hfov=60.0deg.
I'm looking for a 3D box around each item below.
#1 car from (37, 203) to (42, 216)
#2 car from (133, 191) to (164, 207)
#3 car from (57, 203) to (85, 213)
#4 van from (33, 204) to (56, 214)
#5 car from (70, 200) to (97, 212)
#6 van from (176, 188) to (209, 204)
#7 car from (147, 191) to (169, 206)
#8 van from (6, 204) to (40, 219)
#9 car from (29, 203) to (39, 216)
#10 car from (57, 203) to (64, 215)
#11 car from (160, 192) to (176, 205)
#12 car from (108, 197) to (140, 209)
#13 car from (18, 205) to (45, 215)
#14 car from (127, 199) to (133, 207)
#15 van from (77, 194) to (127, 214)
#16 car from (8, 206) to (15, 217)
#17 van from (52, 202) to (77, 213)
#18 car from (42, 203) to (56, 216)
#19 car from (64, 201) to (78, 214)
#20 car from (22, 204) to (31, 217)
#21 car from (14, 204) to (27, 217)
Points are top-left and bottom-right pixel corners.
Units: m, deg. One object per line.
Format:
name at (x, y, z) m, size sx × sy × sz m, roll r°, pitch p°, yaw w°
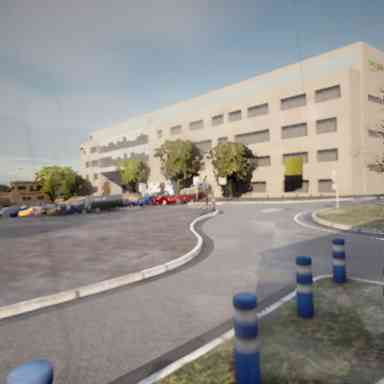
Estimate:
car at (-17.976, 2.383, 45.541) m, size 2.163 × 1.488 × 4.792 m, roll -6°, pitch -1°, yaw 44°
car at (-5.585, 1.002, 50.533) m, size 2.435 × 2.045 × 5.566 m, roll -6°, pitch -1°, yaw 44°
car at (-25.444, 3.287, 70.050) m, size 2.231 × 1.521 × 4.892 m, roll -6°, pitch -1°, yaw 44°
van at (-35.341, 4.072, 79.878) m, size 1.878 × 1.987 × 4.442 m, roll -6°, pitch -1°, yaw 44°
car at (-21.502, 2.756, 66.126) m, size 2.185 × 1.767 × 4.553 m, roll -6°, pitch -1°, yaw 44°
van at (0.479, 0.477, 44.806) m, size 1.878 × 1.987 × 4.442 m, roll -5°, pitch 0°, yaw 44°
car at (-3.593, 1.055, 48.642) m, size 2.097 × 1.535 × 5.008 m, roll -6°, pitch -1°, yaw 44°
van at (-27.955, 3.144, 55.090) m, size 1.878 × 1.987 × 4.442 m, roll -6°, pitch -1°, yaw 44°
car at (-19.980, 2.598, 47.469) m, size 2.002 × 1.452 × 4.674 m, roll -6°, pitch -1°, yaw 44°
car at (-13.919, 1.812, 41.560) m, size 2.185 × 1.767 × 4.553 m, roll -6°, pitch -1°, yaw 44°
car at (-1.550, 0.897, 46.688) m, size 2.163 × 1.488 × 4.792 m, roll -5°, pitch 0°, yaw 44°
car at (-11.491, 1.889, 56.420) m, size 2.163 × 1.488 × 4.792 m, roll -6°, pitch -1°, yaw 44°
car at (-41.378, 4.662, 85.664) m, size 2.435 × 2.045 × 5.566 m, roll -6°, pitch -1°, yaw 44°
car at (-7.550, 1.485, 52.479) m, size 2.163 × 1.488 × 4.792 m, roll -6°, pitch -1°, yaw 44°
van at (-10.062, 1.343, 37.570) m, size 1.878 × 1.987 × 4.442 m, roll -5°, pitch 0°, yaw 44°
car at (-25.907, 2.910, 53.205) m, size 2.435 × 2.045 × 5.566 m, roll -6°, pitch -1°, yaw 44°
van at (-27.541, 3.271, 71.913) m, size 1.878 × 1.987 × 4.442 m, roll -6°, pitch -1°, yaw 44°
car at (-16.138, 2.159, 43.440) m, size 1.946 × 1.575 × 5.366 m, roll -6°, pitch -1°, yaw 44°
car at (-11.945, 1.741, 39.586) m, size 2.097 × 1.535 × 5.008 m, roll -5°, pitch 0°, yaw 44°
car at (-21.881, 2.792, 49.330) m, size 2.002 × 1.452 × 4.674 m, roll -6°, pitch -1°, yaw 44°
car at (-23.836, 2.951, 51.496) m, size 1.946 × 1.575 × 5.366 m, roll -6°, pitch -1°, yaw 44°
